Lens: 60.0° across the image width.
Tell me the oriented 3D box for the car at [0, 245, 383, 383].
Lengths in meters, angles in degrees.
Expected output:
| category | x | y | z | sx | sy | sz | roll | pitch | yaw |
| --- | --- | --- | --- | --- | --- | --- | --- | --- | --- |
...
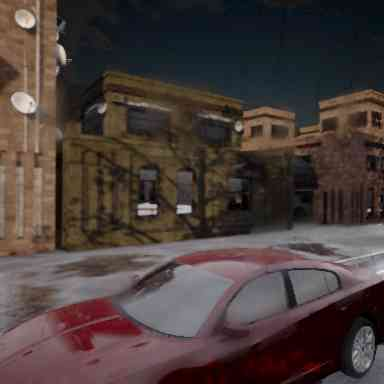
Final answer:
| category | x | y | z | sx | sy | sz | roll | pitch | yaw |
| --- | --- | --- | --- | --- | --- | --- | --- | --- | --- |
| car | 0.369 | 1.478 | 3.948 | 5.008 | 1.535 | 1.882 | 0 | 0 | -35 |
